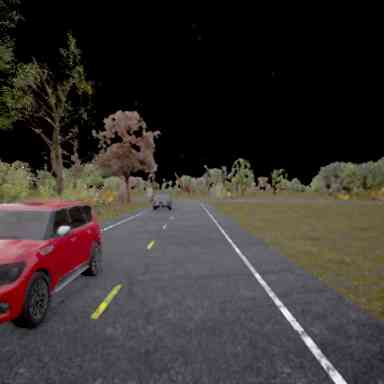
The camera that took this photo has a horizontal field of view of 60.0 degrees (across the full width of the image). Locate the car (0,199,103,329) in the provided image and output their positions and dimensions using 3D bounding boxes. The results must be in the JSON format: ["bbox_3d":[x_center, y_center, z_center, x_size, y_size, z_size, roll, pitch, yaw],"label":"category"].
[{"bbox_3d":[-3.599,1.220,7.309,2.150,2.045,5.566,0,0,0],"label":"car"}]

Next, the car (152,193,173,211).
[{"bbox_3d":[-3.581,1.200,41.319,2.150,2.045,5.566,0,0,0],"label":"car"}]
